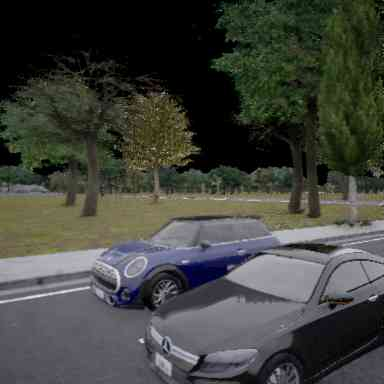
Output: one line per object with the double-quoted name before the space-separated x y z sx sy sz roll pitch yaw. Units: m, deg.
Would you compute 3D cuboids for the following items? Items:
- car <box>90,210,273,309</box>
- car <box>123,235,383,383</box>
"car" 0.057 1.354 7.720 4.553 1.767 2.097 0 0 -36
"car" 1.595 1.528 4.808 4.674 1.442 1.812 0 0 -36
